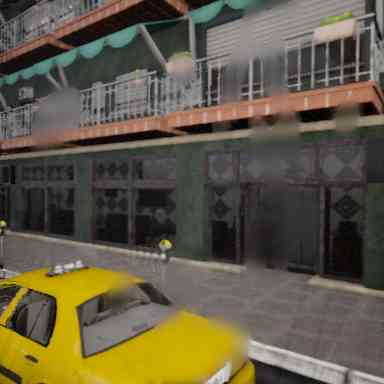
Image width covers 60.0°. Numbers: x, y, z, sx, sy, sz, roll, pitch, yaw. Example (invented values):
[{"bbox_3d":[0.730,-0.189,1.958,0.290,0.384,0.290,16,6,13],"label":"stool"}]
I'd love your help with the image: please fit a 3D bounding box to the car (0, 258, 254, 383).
[{"bbox_3d":[-1.681,1.501,4.072,4.829,1.417,1.752,0,1,36],"label":"car"}]
